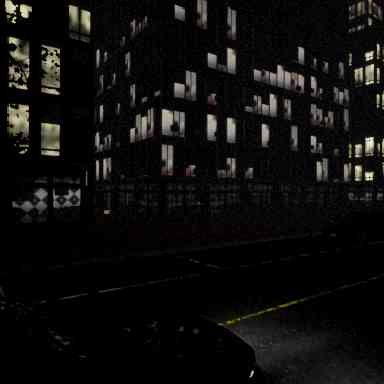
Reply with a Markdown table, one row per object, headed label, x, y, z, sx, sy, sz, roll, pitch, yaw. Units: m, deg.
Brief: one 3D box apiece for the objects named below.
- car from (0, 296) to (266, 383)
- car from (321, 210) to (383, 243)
| label | x | y | z | sx | sy | sz | roll | pitch | yaw |
| --- | --- | --- | --- | --- | --- | --- | --- | --- | --- |
| car | -1.492 | 1.526 | 2.257 | 4.674 | 1.442 | 1.812 | 0 | 0 | -36 |
| car | 8.140 | 1.563 | 16.226 | 4.313 | 1.339 | 1.947 | 0 | 0 | -36 |
